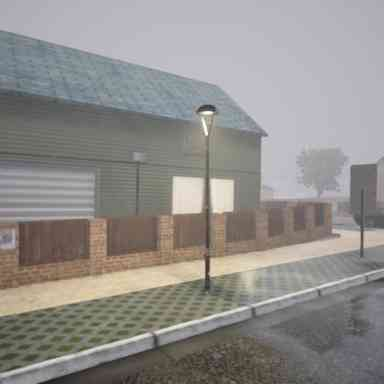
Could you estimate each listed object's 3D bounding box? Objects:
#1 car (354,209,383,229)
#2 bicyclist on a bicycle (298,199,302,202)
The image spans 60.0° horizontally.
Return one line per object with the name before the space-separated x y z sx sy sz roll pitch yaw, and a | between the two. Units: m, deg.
car | 11.541 1.593 18.285 1.895 1.301 4.718 2 -1 -26
bicyclist on a bicycle | 10.254 1.487 31.682 1.656 1.620 0.582 1 -1 -34
